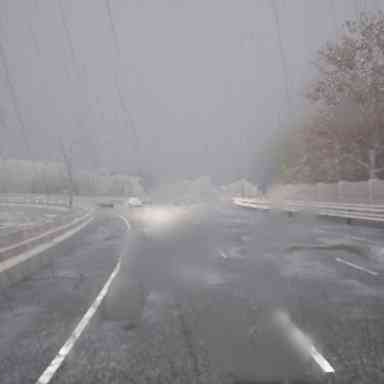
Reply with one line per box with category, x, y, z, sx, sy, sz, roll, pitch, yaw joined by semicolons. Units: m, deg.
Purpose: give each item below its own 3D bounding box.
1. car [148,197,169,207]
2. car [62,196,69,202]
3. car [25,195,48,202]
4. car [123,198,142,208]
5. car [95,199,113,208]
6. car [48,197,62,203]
car;-5.114;1.537;50.586;1.882;1.535;5.008;0;0;-26
car;-34.099;1.918;86.976;4.902;1.511;2.128;-1;0;38
car;-38.008;1.913;81.133;5.008;1.535;1.882;-1;0;38
car;-8.989;1.634;50.472;1.812;1.442;4.674;0;0;-27
car;-13.754;1.727;51.871;1.994;1.385;4.181;-1;0;-30
car;-35.898;1.959;83.938;5.357;1.411;2.033;-1;0;38
